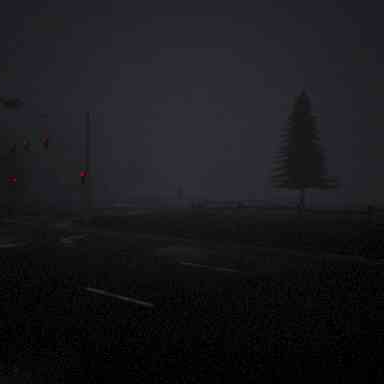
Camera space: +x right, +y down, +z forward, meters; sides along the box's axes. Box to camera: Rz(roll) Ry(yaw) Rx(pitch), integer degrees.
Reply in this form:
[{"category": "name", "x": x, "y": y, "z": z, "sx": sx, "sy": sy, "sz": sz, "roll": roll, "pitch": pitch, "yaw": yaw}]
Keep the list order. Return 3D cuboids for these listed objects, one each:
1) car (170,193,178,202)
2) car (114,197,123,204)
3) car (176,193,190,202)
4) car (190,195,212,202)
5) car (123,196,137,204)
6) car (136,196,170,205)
[{"category": "car", "x": -3.372, "y": 1.208, "z": 77.009, "sx": 2.150, "sy": 2.045, "sz": 5.566, "roll": 0, "pitch": 0, "yaw": 36}, {"category": "car", "x": -12.779, "y": 1.544, "z": 63.626, "sx": 1.812, "sy": 1.442, "sz": 4.674, "roll": 0, "pitch": 0, "yaw": 35}, {"category": "car", "x": -0.510, "y": 1.521, "z": 74.995, "sx": 2.033, "sy": 1.411, "sz": 5.357, "roll": 0, "pitch": 0, "yaw": 36}, {"category": "car", "x": 2.423, "y": 1.492, "z": 73.077, "sx": 2.128, "sy": 1.511, "sz": 4.902, "roll": 0, "pitch": 0, "yaw": 36}, {"category": "car", "x": -9.731, "y": 1.508, "z": 61.906, "sx": 2.128, "sy": 1.511, "sz": 4.902, "roll": 0, "pitch": 0, "yaw": 35}, {"category": "car", "x": -6.911, "y": 1.563, "z": 59.847, "sx": 2.033, "sy": 1.411, "sz": 5.357, "roll": 0, "pitch": 0, "yaw": 35}]
